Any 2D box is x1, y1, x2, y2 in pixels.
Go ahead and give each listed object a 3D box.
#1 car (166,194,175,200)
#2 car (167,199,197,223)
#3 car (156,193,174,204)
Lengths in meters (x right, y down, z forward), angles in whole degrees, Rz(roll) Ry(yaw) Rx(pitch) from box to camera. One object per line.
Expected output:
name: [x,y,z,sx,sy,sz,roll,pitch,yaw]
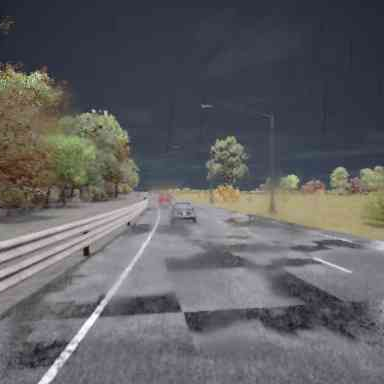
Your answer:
car: [-5.882,1.385,91.194,2.033,1.411,5.357,0,0,-8]
car: [-0.700,1.541,25.259,2.033,1.411,5.357,0,0,-4]
car: [-5.247,1.146,63.559,2.150,2.045,5.566,0,0,-8]
